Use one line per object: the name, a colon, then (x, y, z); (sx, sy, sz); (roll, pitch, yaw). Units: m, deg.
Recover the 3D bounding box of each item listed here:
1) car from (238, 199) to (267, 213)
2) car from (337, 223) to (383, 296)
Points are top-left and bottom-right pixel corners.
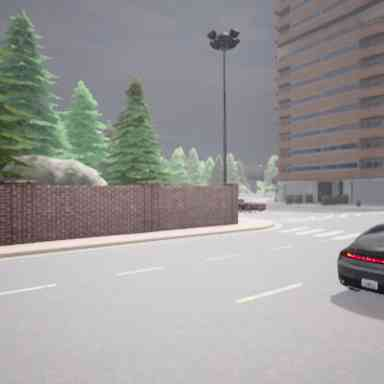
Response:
car: (5.158, 1.313, 33.051); (1.895, 1.301, 4.718); (-1, 0, -34)
car: (5.246, 1.420, 7.512); (4.892, 1.490, 1.837); (-1, 0, -35)
